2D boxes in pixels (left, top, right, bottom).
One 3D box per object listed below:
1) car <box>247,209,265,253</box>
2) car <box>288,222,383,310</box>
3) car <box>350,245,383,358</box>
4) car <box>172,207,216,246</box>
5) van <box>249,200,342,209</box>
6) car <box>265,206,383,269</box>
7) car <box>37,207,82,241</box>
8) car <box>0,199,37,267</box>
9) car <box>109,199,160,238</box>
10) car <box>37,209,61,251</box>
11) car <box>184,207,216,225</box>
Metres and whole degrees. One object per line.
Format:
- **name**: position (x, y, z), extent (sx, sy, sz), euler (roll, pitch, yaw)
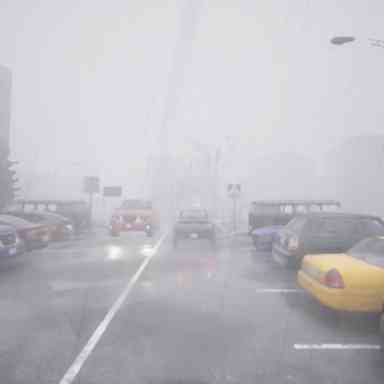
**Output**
- **car**: position (4.682, 1.524, 12.085), extent (5.008, 1.535, 2.097), euler (0, -1, 0)
- **car**: position (4.864, 1.498, 6.377), extent (5.366, 1.575, 1.946), euler (0, 0, 0)
- **car**: position (4.650, 1.522, 3.585), extent (4.792, 1.488, 2.163), euler (0, 0, 0)
- **car**: position (0.091, 1.583, 15.726), extent (2.128, 1.511, 4.902), euler (0, -1, 0)
- **van**: position (4.793, 1.330, 14.862), extent (4.442, 1.987, 1.878), euler (0, -1, 0)
- **car**: position (4.646, 1.385, 9.296), extent (4.553, 1.767, 2.185), euler (0, 0, 0)
- **car**: position (-7.683, 1.580, 14.594), extent (4.792, 1.488, 2.163), euler (0, -1, 0)
- **car**: position (-7.624, 1.257, 9.029), extent (5.566, 2.045, 2.435), euler (0, 0, 0)
- **car**: position (-3.063, 1.384, 18.979), extent (2.150, 2.045, 5.566), euler (0, -2, 0)
- **car**: position (-7.652, 1.521, 11.763), extent (5.008, 1.535, 2.097), euler (0, 0, 0)
- **car**: position (0.843, 2.072, 29.491), extent (2.128, 1.511, 4.902), euler (-1, -3, 10)
